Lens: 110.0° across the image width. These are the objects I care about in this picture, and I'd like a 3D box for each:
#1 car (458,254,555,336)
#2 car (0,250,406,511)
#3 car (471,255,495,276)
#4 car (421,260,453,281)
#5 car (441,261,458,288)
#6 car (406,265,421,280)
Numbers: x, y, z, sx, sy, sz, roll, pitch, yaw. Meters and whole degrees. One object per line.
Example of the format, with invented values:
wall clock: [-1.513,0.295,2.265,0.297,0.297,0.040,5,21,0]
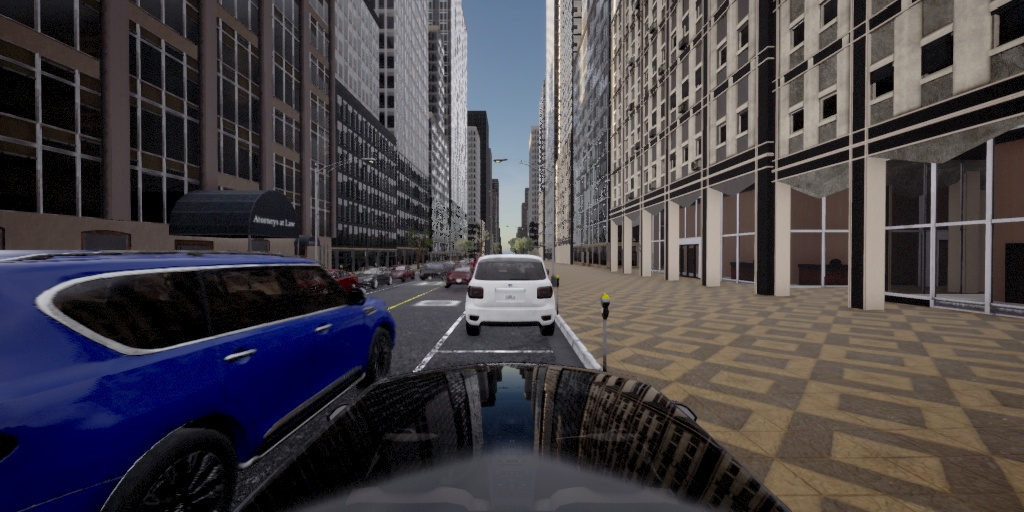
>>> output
car: [-0.039,0.976,10.531,2.150,2.045,5.566,0,0,0]
car: [-3.049,0.973,3.711,2.150,2.045,5.566,0,0,0]
car: [-3.046,0.965,39.086,2.150,2.045,5.566,0,0,0]
car: [-6.245,1.292,29.967,2.033,1.411,5.357,0,0,0]
car: [-3.146,1.272,23.583,1.812,1.442,4.674,0,0,0]
car: [-8.837,1.327,28.206,1.802,1.307,4.207,0,0,0]
